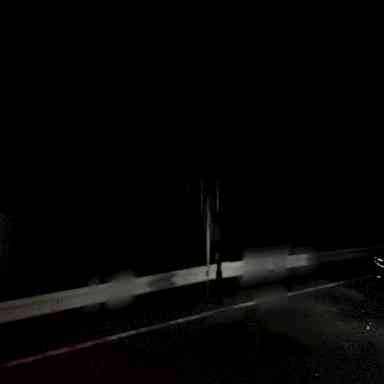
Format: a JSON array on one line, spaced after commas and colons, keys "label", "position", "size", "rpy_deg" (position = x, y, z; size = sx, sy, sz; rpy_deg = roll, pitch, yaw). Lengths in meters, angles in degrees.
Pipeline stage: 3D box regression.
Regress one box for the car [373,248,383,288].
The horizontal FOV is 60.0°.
[{"label": "car", "position": [6.612, 1.669, 8.512], "size": [5.008, 1.535, 1.882], "rpy_deg": [3, -2, -34]}]
